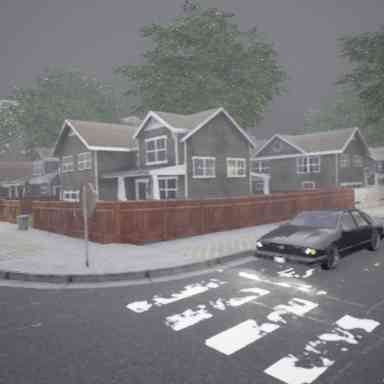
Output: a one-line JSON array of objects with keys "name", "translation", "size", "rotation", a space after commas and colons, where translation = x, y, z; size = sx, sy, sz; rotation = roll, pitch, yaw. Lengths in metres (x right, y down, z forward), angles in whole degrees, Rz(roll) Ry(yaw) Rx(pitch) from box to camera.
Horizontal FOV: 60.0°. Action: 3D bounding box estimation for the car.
[{"name": "car", "translation": [4.105, 1.203, 10.043], "size": [5.357, 1.411, 2.033], "rotation": [-3, 2, -43]}]
